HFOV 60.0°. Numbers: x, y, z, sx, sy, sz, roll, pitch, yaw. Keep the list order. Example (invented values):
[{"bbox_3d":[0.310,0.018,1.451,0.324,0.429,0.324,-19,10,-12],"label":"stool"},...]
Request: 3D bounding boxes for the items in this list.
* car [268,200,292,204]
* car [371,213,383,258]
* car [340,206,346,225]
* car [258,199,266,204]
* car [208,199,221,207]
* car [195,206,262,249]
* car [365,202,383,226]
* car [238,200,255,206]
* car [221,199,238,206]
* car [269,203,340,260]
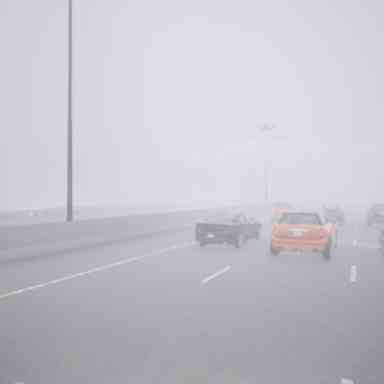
[{"bbox_3d":[8.186,1.656,28.493,2.097,1.767,4.553,0,-1,27],"label":"car"},{"bbox_3d":[7.367,1.664,11.136,2.033,1.411,5.357,0,-1,27],"label":"car"},{"bbox_3d":[11.354,1.779,27.003,2.128,1.511,4.902,0,-1,27],"label":"car"},{"bbox_3d":[14.287,2.169,64.429,1.882,1.535,5.008,0,-1,27],"label":"car"},{"bbox_3d":[4.873,2.229,69.051,1.882,1.535,5.008,0,-1,26],"label":"car"},{"bbox_3d":[1.884,1.650,15.796,1.882,1.535,5.008,0,0,27],"label":"car"},{"bbox_3d":[14.454,1.616,25.378,2.097,1.767,4.553,0,-1,27],"label":"car"},{"bbox_3d":[11.153,2.237,65.980,1.812,1.442,4.674,0,-1,27],"label":"car"},{"bbox_3d":[8.014,2.256,67.514,1.812,1.442,4.674,0,-1,27],"label":"car"},{"bbox_3d":[4.644,1.496,13.503,2.097,1.767,4.553,0,-1,27],"label":"car"}]
